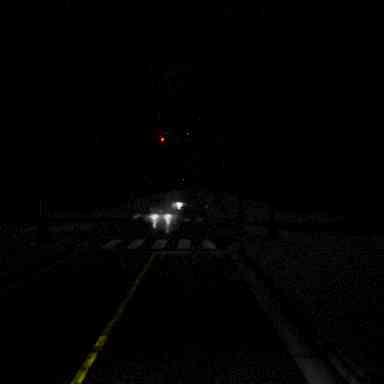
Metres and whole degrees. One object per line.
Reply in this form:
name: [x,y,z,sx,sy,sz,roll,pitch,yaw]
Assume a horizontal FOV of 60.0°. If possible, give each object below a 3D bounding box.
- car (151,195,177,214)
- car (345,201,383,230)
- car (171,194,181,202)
car: [-2.856,1.363,33.062,2.033,1.411,5.357,0,1,0]
car: [12.709,1.483,21.619,5.009,1.841,2.192,1,0,0]
car: [-2.798,1.015,55.546,1.895,1.301,4.718,0,1,0]
